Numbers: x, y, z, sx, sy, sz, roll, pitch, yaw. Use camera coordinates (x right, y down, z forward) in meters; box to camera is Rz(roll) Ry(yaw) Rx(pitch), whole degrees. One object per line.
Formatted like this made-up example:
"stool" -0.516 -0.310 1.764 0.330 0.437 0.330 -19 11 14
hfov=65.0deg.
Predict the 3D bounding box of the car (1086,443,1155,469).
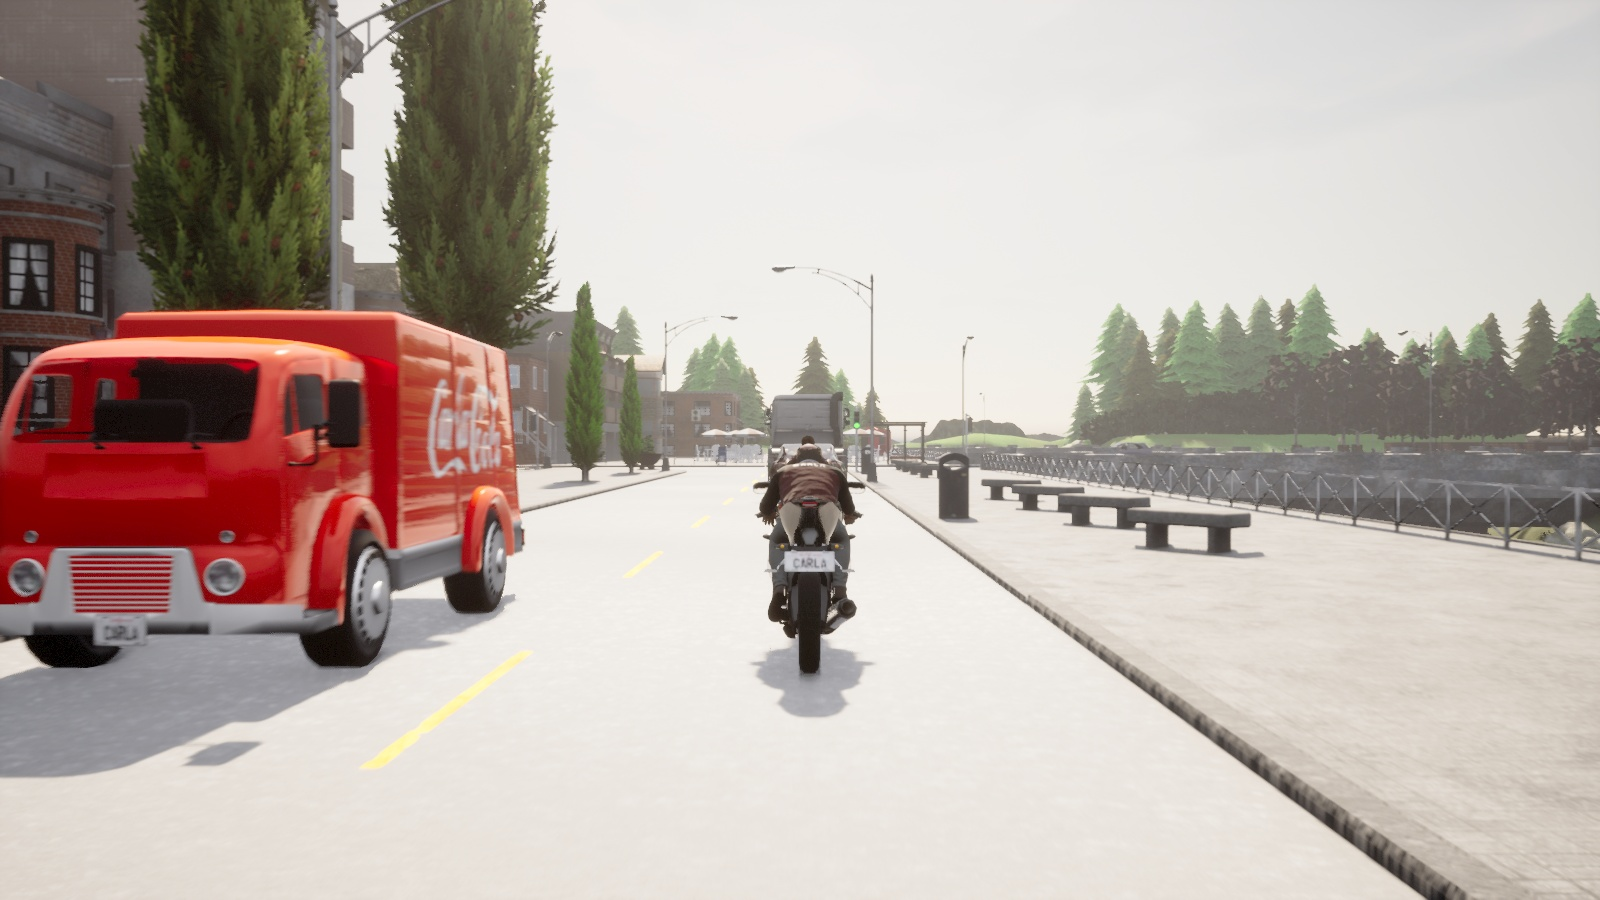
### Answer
"car" 19.099 0.352 74.929 3.633 1.501 1.845 0 0 0

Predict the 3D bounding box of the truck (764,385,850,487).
"truck" 0.272 -0.496 46.264 2.891 3.462 7.936 0 0 0

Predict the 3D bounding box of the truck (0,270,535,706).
"truck" -3.930 0.202 9.717 2.627 2.467 5.204 0 0 0

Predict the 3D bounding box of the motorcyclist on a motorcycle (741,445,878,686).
"motorcyclist on a motorcycle" 0.066 0.730 9.070 0.866 1.530 2.191 0 0 0

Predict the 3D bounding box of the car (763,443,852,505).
"car" 0.196 0.562 32.734 2.163 1.488 4.792 0 0 0
